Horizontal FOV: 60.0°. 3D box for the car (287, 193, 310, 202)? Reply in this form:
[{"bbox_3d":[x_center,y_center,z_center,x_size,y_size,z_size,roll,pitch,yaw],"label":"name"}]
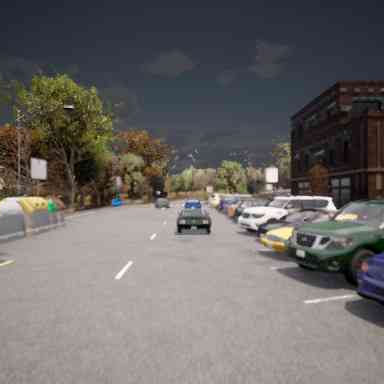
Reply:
[{"bbox_3d":[27.027,1.433,84.536,2.435,2.045,5.566,1,-1,-22],"label":"car"}]

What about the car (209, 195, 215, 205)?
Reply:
[{"bbox_3d":[5.206,1.554,45.262,5.366,1.575,1.946,1,0,-20],"label":"car"}]

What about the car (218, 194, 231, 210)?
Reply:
[{"bbox_3d":[5.416,1.402,33.315,4.553,1.767,2.185,1,0,-20],"label":"car"}]

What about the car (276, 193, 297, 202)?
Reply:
[{"bbox_3d":[23.967,1.432,84.498,2.435,2.045,5.566,0,-1,-21],"label":"car"}]

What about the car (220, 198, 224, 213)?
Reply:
[{"bbox_3d":[5.379,1.560,30.306,4.674,1.452,2.002,1,0,-20],"label":"car"}]

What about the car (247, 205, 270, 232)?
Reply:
[{"bbox_3d":[5.316,1.521,15.281,4.792,1.488,2.163,1,0,-20],"label":"car"}]

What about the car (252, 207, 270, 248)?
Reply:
[{"bbox_3d":[5.163,1.483,12.223,5.366,1.575,1.946,1,0,-20],"label":"car"}]

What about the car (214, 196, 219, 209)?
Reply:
[{"bbox_3d":[5.377,1.535,36.318,5.008,1.535,2.097,1,0,-20],"label":"car"}]

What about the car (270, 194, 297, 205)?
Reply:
[{"bbox_3d":[18.352,1.378,67.353,2.435,2.045,5.566,0,1,-21],"label":"car"}]

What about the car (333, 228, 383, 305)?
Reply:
[{"bbox_3d":[5.320,1.526,6.288,4.674,1.452,2.002,1,0,-20],"label":"car"}]

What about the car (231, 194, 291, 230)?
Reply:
[{"bbox_3d":[5.330,1.244,18.283,5.566,2.045,2.435,1,0,-20],"label":"car"}]

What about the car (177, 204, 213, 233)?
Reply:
[{"bbox_3d":[0.109,1.614,19.893,1.895,1.301,4.718,0,0,0],"label":"car"}]

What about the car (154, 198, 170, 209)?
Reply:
[{"bbox_3d":[-4.094,1.584,46.368,1.837,1.490,4.892,0,-1,0],"label":"car"}]

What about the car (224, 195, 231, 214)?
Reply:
[{"bbox_3d":[5.342,1.386,27.298,4.553,1.767,2.185,1,0,-20],"label":"car"}]

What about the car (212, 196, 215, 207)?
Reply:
[{"bbox_3d":[5.390,1.592,42.320,4.674,1.452,2.002,1,0,-20],"label":"car"}]

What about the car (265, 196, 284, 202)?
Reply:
[{"bbox_3d":[20.944,1.711,84.413,2.163,1.488,4.792,0,-1,-21],"label":"car"}]

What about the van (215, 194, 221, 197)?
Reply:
[{"bbox_3d":[5.497,1.319,39.363,4.442,1.987,1.878,1,0,-20],"label":"van"}]

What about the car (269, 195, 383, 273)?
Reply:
[{"bbox_3d":[5.320,1.235,9.266,5.566,2.045,2.435,1,0,-20],"label":"car"}]

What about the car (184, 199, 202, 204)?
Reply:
[{"bbox_3d":[0.110,1.532,38.038,1.882,1.535,5.008,0,0,0],"label":"car"}]

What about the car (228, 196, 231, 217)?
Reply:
[{"bbox_3d":[5.335,1.380,24.296,4.553,1.767,2.185,1,0,-20],"label":"car"}]

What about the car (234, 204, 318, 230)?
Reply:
[{"bbox_3d":[5.334,1.530,21.282,4.792,1.488,2.163,1,0,-20],"label":"car"}]
